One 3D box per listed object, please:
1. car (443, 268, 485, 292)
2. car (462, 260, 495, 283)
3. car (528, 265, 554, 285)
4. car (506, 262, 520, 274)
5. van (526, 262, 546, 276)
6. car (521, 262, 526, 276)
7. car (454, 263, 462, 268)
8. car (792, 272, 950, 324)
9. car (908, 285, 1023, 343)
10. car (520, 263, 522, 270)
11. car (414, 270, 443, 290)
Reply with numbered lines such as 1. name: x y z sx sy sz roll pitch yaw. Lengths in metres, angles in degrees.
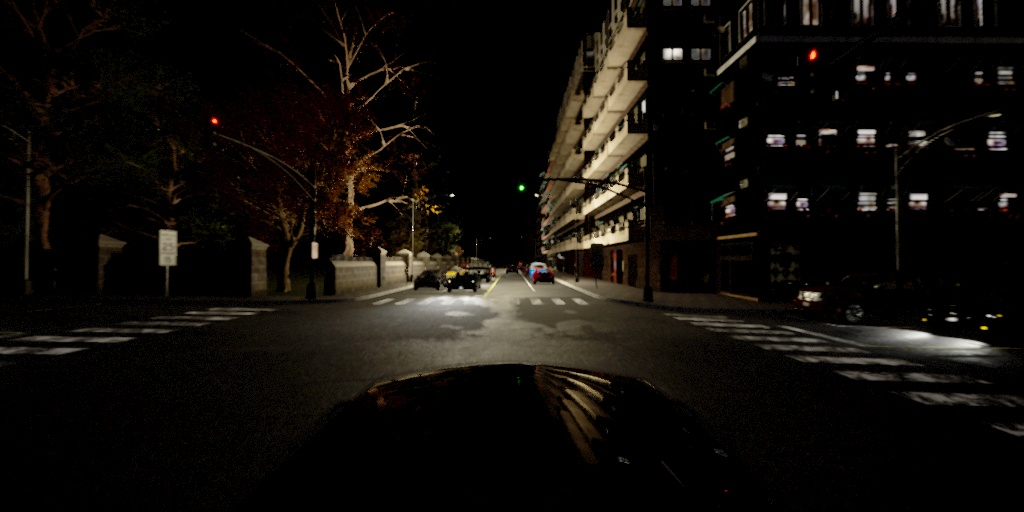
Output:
1. car: -3.119 1.673 24.162 1.895 1.301 4.718 0 -1 0
2. car: -3.126 1.448 34.658 2.150 2.045 5.566 0 -1 0
3. car: 2.666 1.721 31.318 1.888 1.381 4.507 0 0 0
4. car: 0.050 2.114 56.030 1.994 1.385 4.181 0 -1 0
5. van: 2.661 1.600 36.948 1.690 1.789 3.998 0 0 0
6. car: 2.651 1.870 48.207 1.967 1.591 4.097 0 0 0
7. car: -5.719 1.785 36.771 1.751 1.417 4.829 0 0 0
8. car: 13.440 1.511 13.354 5.009 1.841 2.192 0 0 -1
9. car: 15.173 1.747 10.793 4.181 1.385 1.994 1 -1 -1
10. car: 2.646 2.067 53.836 2.007 1.370 4.403 0 0 0
11. car: -5.710 1.660 25.682 1.948 1.339 4.313 0 0 0
